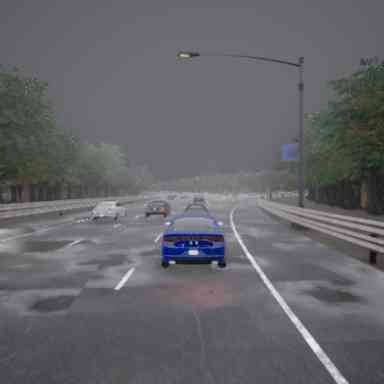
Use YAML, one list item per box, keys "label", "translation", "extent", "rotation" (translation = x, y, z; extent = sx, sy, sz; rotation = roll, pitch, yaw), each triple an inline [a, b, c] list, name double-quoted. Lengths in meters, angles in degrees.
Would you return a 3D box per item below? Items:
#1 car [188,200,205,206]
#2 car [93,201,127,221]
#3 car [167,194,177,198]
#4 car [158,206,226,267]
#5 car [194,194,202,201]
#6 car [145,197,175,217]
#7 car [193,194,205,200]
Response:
- label: "car"
  translation: [0.286, 1.534, 23.861]
  extent: [1.994, 1.385, 4.181]
  rotation: [0, 0, 1]
- label: "car"
  translation: [-6.572, 1.476, 26.795]
  extent: [1.812, 1.442, 4.674]
  rotation: [0, 0, 2]
- label: "car"
  translation: [-5.571, 1.396, 88.484]
  extent: [2.128, 1.511, 4.902]
  rotation: [0, 0, -1]
- label: "car"
  translation: [0.068, 1.469, 11.398]
  extent: [1.882, 1.535, 5.008]
  rotation: [0, 0, 1]
- label: "car"
  translation: [1.457, 1.350, 85.150]
  extent: [1.882, 1.535, 5.008]
  rotation: [0, 0, 0]
- label: "car"
  translation: [-2.995, 1.493, 30.089]
  extent: [2.033, 1.411, 5.357]
  rotation: [0, 0, 2]
- label: "car"
  translation: [1.244, 1.219, 61.199]
  extent: [2.097, 1.767, 4.553]
  rotation: [0, 0, 1]
